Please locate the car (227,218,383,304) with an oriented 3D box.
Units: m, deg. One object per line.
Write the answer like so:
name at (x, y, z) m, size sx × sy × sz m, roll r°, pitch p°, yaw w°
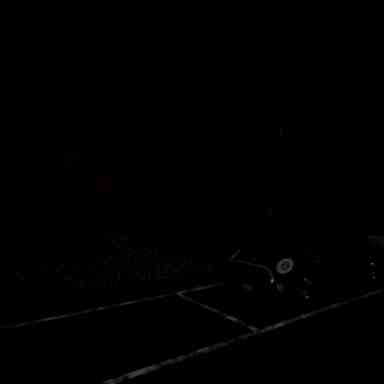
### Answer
car at (2.794, 1.490, 8.180) m, size 4.097 × 1.590 × 1.967 m, roll 1°, pitch 0°, yaw -35°
